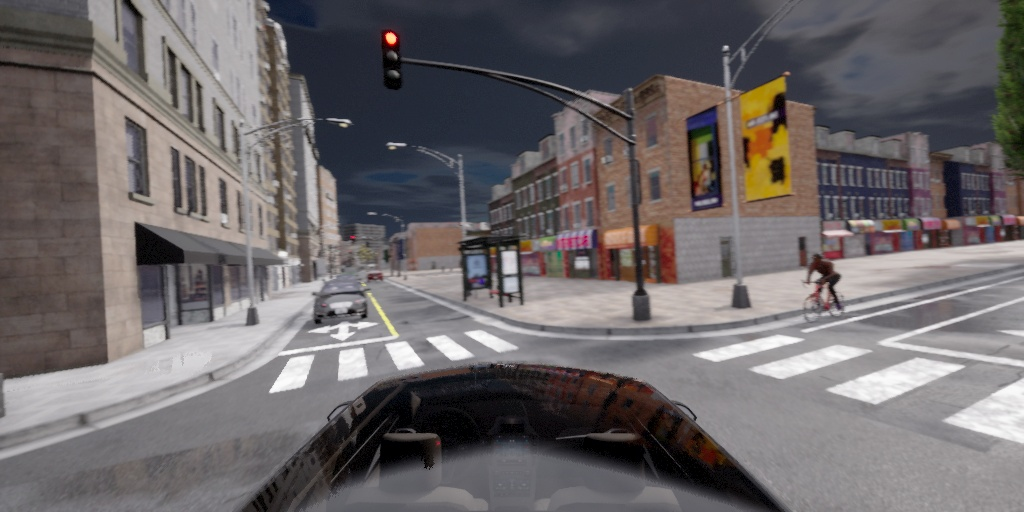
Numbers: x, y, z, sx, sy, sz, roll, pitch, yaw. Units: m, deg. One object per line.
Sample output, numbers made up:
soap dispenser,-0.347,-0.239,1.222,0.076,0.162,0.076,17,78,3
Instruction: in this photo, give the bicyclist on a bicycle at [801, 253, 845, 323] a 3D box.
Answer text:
bicyclist on a bicycle,7.431,0.747,8.556,1.656,1.620,0.582,-4,0,-22

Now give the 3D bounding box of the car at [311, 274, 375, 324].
car,-7.018,1.740,14.847,2.128,1.511,4.902,-3,0,-24

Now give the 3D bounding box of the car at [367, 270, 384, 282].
car,-17.562,2.529,46.128,1.882,1.535,5.008,-3,0,-20

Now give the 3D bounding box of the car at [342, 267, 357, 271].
car,-20.256,2.433,44.853,2.150,2.045,5.566,-3,-1,-24

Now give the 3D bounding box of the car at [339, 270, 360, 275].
car,-12.119,2.108,26.343,2.128,1.511,4.902,-3,0,-24
